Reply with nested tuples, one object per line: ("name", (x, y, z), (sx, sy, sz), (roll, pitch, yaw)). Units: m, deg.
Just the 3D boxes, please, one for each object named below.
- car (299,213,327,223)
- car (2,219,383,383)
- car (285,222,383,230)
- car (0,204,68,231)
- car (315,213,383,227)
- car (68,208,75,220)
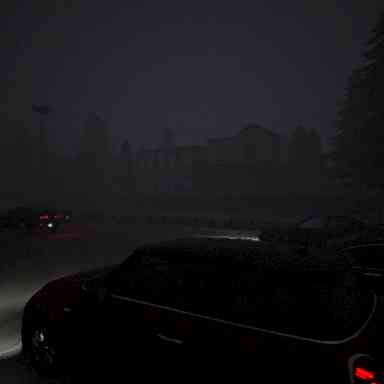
("car", (5.381, 1.553, 13.039), (5.357, 1.411, 2.033), (0, 0, 35))
("car", (-0.059, 1.355, 4.025), (4.553, 1.767, 2.097), (0, 0, 35))
("car", (3.370, 1.506, 5.884), (4.892, 1.490, 1.837), (0, 0, 35))
("car", (-9.649, 1.540, 19.400), (4.892, 1.490, 1.837), (0, 0, 35))
("car", (5.979, 1.477, 8.326), (5.008, 1.535, 1.882), (0, 0, 35))
("car", (-10.447, 1.567, 24.239), (4.674, 1.442, 1.812), (0, 0, 35))
